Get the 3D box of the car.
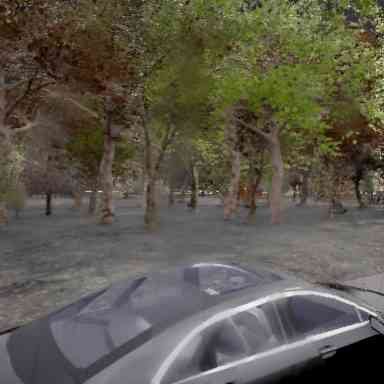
[{"bbox_3d":[0.561,1.500,3.332,4.902,1.511,2.128,0,0,-33],"label":"car"}]
